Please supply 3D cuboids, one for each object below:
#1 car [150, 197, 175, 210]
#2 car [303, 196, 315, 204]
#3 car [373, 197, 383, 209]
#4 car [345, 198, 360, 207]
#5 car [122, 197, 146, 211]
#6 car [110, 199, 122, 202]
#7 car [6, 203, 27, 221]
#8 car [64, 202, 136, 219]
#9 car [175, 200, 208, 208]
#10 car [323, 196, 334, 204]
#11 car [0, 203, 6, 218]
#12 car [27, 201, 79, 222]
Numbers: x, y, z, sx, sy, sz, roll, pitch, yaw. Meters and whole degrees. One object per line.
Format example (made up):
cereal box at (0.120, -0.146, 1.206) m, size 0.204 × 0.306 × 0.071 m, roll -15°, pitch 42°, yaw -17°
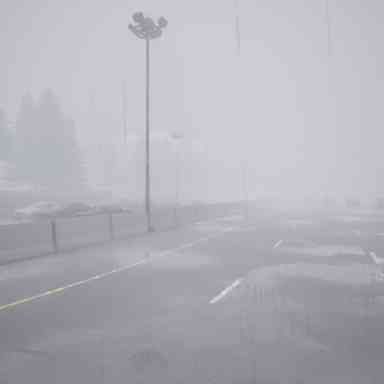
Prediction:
car at (-2.948, 1.525, 39.574) m, size 1.812 × 1.442 × 4.674 m, roll 0°, pitch 0°, yaw 23°
car at (22.612, 1.499, 64.375) m, size 1.837 × 1.490 × 4.892 m, roll 0°, pitch -1°, yaw 23°
car at (26.196, 1.502, 45.607) m, size 1.837 × 1.490 × 4.892 m, roll 0°, pitch -1°, yaw 23°
car at (24.882, 1.600, 51.619) m, size 1.895 × 1.301 × 4.718 m, roll 0°, pitch 0°, yaw 23°
car at (-6.114, 1.351, 41.073) m, size 2.097 × 1.767 × 4.553 m, roll 0°, pitch 0°, yaw 23°
car at (-9.294, 1.547, 42.534) m, size 2.033 × 1.411 × 5.357 m, roll 0°, pitch 0°, yaw 23°
car at (-12.044, 1.525, 26.825) m, size 1.812 × 1.442 × 4.674 m, roll 0°, pitch 0°, yaw 23°
car at (-6.134, 1.601, 22.824) m, size 1.895 × 1.301 × 4.718 m, roll 0°, pitch 0°, yaw 23°
car at (0.180, 1.601, 37.983) m, size 1.895 × 1.301 × 4.718 m, roll 0°, pitch 0°, yaw 23°
car at (26.631, 1.477, 64.931) m, size 1.882 × 1.535 × 5.008 m, roll 0°, pitch 0°, yaw 23°
car at (-15.841, 1.601, 26.825) m, size 1.895 × 1.301 × 4.718 m, roll 0°, pitch 0°, yaw 23°
car at (-9.219, 1.477, 24.511) m, size 1.882 × 1.535 × 5.008 m, roll 0°, pitch 0°, yaw 23°
